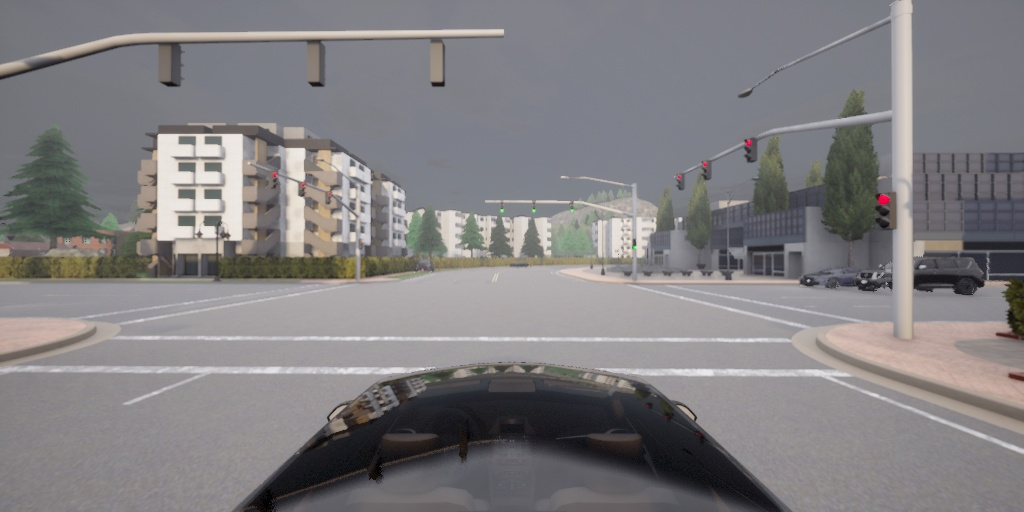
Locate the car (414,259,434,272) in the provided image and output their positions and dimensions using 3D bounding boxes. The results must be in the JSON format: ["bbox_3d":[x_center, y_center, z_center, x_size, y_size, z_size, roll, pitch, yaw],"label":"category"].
[{"bbox_3d":[-11.718,1.202,48.246,2.097,1.767,4.553,0,0,-6],"label":"car"}]

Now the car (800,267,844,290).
[{"bbox_3d":[21.345,1.434,23.344,4.181,1.385,1.994,0,0,1],"label":"car"}]

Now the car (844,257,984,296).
[{"bbox_3d":[22.310,1.072,19.822,5.566,2.045,2.150,0,0,1],"label":"car"}]
